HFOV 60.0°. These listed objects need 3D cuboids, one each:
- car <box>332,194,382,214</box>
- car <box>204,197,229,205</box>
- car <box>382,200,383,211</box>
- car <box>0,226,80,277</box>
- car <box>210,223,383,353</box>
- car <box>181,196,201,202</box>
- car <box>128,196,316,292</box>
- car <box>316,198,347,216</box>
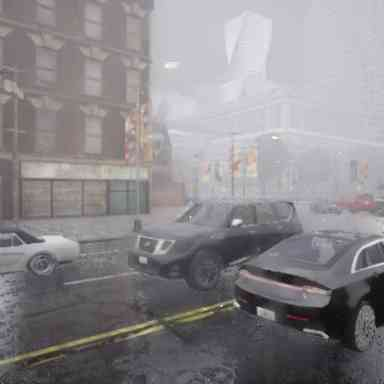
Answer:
[{"bbox_3d":[16.787,1.182,34.234,2.150,2.045,5.566,0,0,4],"label":"car"},{"bbox_3d":[4.181,1.557,57.447,1.895,1.301,4.718,0,0,-30],"label":"car"},{"bbox_3d":[20.253,1.461,37.574,1.837,1.490,4.892,0,1,-1],"label":"car"},{"bbox_3d":[-5.548,1.600,8.654,4.718,1.301,1.895,0,0,-36],"label":"car"},{"bbox_3d":[2.898,1.484,6.191,4.902,1.511,2.128,0,0,-40],"label":"car"},{"bbox_3d":[-0.218,1.492,70.451,1.895,1.301,4.718,0,0,-36],"label":"car"},{"bbox_3d":[0.986,1.217,9.387,5.566,2.045,2.150,1,0,-41],"label":"car"},{"bbox_3d":[12.907,1.529,32.172,1.994,1.385,4.181,0,0,5],"label":"car"}]
